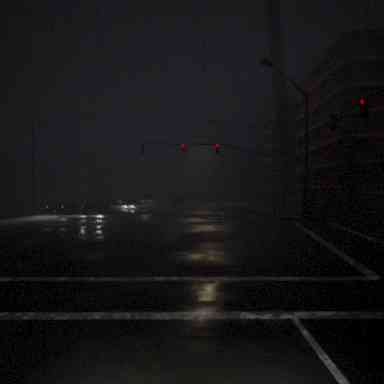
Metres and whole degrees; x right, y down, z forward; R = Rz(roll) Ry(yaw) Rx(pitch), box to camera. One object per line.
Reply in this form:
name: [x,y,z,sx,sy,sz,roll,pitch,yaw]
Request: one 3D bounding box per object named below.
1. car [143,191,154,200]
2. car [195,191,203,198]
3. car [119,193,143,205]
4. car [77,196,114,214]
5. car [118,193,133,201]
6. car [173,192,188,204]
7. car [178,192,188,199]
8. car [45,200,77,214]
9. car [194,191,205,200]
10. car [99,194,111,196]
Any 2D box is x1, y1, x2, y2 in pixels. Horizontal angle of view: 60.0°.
car: [-8.996,0.630,67.564,2.097,1.767,4.553,0,1,1]
car: [1.616,0.551,75.806,1.837,1.490,4.892,0,1,1]
car: [-9.295,1.079,50.868,2.128,1.511,4.902,0,1,1]
car: [-9.529,1.393,33.220,1.812,1.442,4.674,0,1,1]
car: [-12.587,0.921,63.333,1.994,1.385,4.181,0,1,1]
car: [-2.070,1.084,53.492,2.033,1.411,5.357,0,1,1]
car: [-1.896,0.701,74.646,2.033,1.411,5.357,0,1,1]
car: [-13.021,1.464,33.766,1.895,1.301,4.718,0,1,1]
car: [1.489,0.661,65.761,2.097,1.767,4.553,0,1,1]
car: [-12.823,1.105,48.594,1.882,1.535,5.008,0,1,1]
